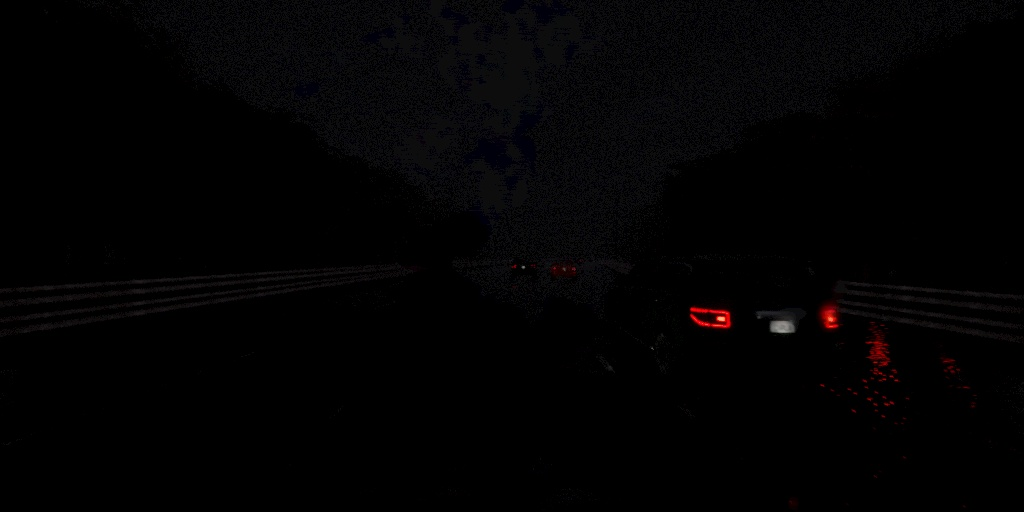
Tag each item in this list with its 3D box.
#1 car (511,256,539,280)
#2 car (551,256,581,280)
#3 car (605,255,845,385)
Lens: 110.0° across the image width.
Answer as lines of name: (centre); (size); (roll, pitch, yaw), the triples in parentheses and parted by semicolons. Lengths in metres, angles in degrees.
car: (1.110, 1.015, 31.935); (2.150, 2.045, 5.566); (0, 0, 4)
car: (4.594, 1.166, 32.078); (2.097, 1.767, 4.553); (0, 0, 4)
car: (3.504, 0.997, 7.257); (2.150, 2.045, 5.566); (0, 0, 1)
